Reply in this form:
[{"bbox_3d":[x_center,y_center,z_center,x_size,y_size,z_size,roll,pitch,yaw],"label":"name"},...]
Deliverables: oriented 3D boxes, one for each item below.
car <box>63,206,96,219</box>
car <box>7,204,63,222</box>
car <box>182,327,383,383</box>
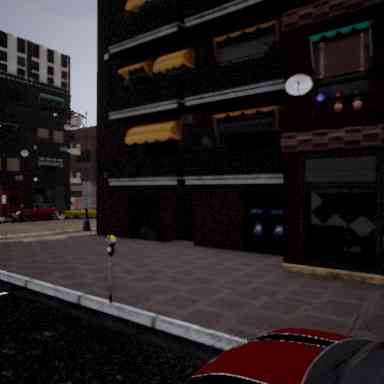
[{"bbox_3d":[-10.907,1.935,33.615,1.752,1.417,4.829,-1,-2,35],"label":"car"},{"bbox_3d":[-13.967,1.749,29.226,1.967,1.590,4.097,-1,-2,35],"label":"car"},{"bbox_3d":[1.645,1.440,1.697,4.097,1.590,1.967,0,0,36],"label":"car"}]
